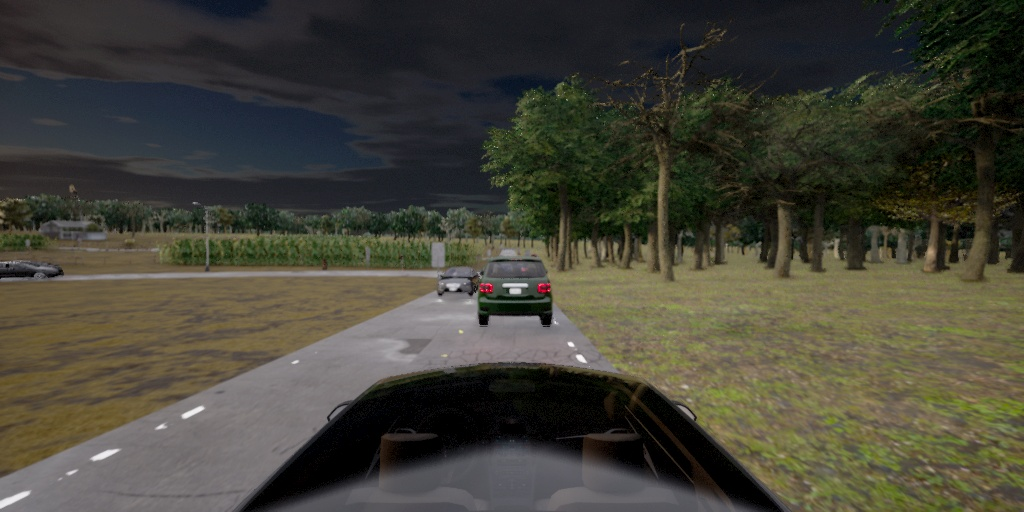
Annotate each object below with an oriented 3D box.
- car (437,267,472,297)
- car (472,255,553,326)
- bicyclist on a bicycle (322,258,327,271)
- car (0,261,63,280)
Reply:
[{"bbox_3d":[-2.862,1.359,19.880,2.128,1.511,4.902,0,0,0],"label":"car"},{"bbox_3d":[0.084,1.047,12.134,2.150,2.045,5.566,0,-1,0],"label":"car"},{"bbox_3d":[-23.520,1.076,45.008,0.582,1.620,1.656,1,0,-11],"label":"bicyclist on a bicycle"},{"bbox_3d":[-42.225,1.302,30.624,4.892,1.490,1.837,-1,2,-34],"label":"car"}]
